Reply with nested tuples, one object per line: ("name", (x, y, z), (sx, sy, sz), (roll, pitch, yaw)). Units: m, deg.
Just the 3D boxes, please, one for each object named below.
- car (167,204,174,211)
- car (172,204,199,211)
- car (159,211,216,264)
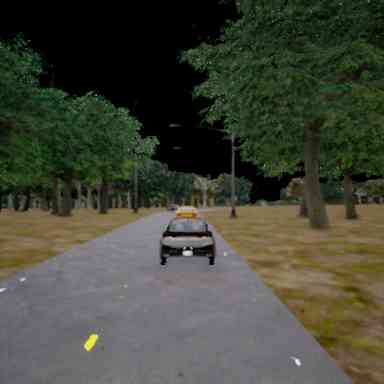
("car", (-3.254, 2.914, 60.186), (1.994, 1.385, 4.181), (-1, -2, 9))
("car", (-0.426, 1.993, 28.690), (1.882, 1.535, 5.008), (0, -1, 0))
("car", (-0.153, 1.686, 12.537), (2.128, 1.511, 4.902), (0, -1, 0))
